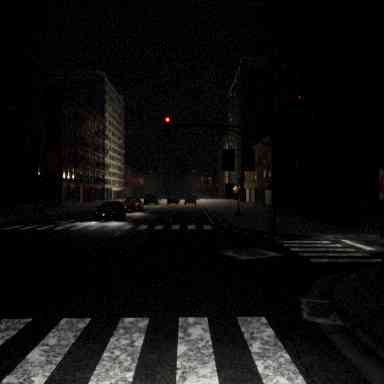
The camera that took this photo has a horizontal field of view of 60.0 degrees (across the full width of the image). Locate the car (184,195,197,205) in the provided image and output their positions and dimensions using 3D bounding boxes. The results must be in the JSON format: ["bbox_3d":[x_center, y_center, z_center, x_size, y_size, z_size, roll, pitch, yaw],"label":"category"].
[{"bbox_3d":[-0.258,1.342,58.236,2.097,1.767,4.553,0,0,0],"label":"car"}]

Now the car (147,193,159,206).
[{"bbox_3d":[-6.814,1.214,55.578,2.150,2.045,5.566,0,0,0],"label":"car"}]

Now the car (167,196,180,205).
[{"bbox_3d":[-3.416,1.468,59.665,1.882,1.535,5.008,0,0,0],"label":"car"}]

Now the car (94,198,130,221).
[{"bbox_3d":[-6.724,1.504,27.665,1.837,1.490,4.892,0,0,0],"label":"car"}]

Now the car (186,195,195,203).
[{"bbox_3d":[-0.303,1.465,68.268,1.882,1.535,5.008,0,0,0],"label":"car"}]

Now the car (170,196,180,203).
[{"bbox_3d":[-3.475,1.588,69.819,1.895,1.301,4.718,0,0,0],"label":"car"}]

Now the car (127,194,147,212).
[{"bbox_3d":[-6.772,1.350,37.759,2.097,1.767,4.553,0,0,-1],"label":"car"}]
